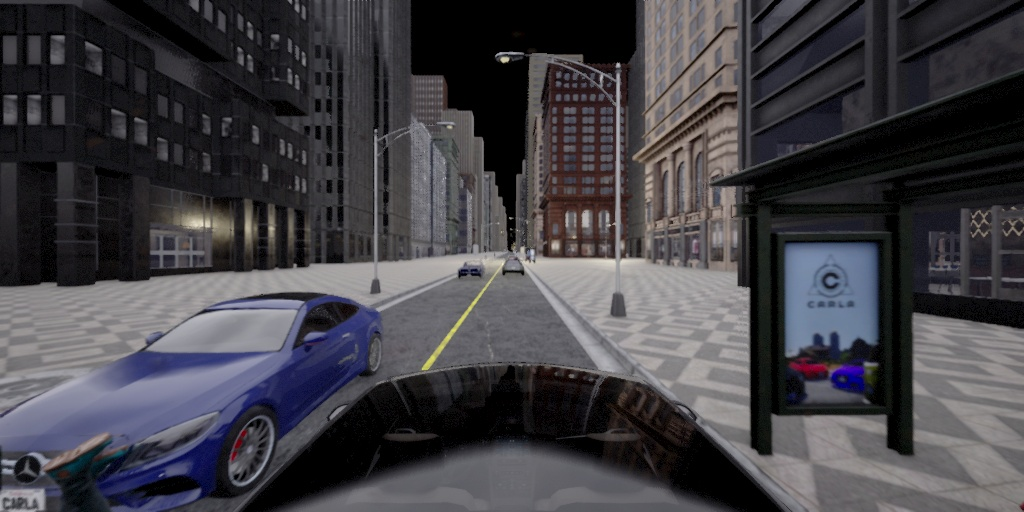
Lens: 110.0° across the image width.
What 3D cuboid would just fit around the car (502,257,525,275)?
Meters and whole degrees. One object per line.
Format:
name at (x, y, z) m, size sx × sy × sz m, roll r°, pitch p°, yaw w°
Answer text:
car at (0.106, 0.968, 32.550) m, size 1.994 × 1.385 × 4.181 m, roll 0°, pitch 1°, yaw -1°

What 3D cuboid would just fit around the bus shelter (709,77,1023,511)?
bus shelter at (3.135, 0.622, 2.062) m, size 1.920 × 2.740 × 3.880 m, roll 0°, pitch 0°, yaw 0°

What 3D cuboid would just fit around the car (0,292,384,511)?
car at (-3.108, 1.246, 4.570) m, size 1.812 × 1.442 × 4.674 m, roll 0°, pitch 1°, yaw -1°

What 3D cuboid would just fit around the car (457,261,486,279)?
car at (-3.101, 1.056, 28.147) m, size 1.895 × 1.301 × 4.718 m, roll 0°, pitch 1°, yaw 0°
